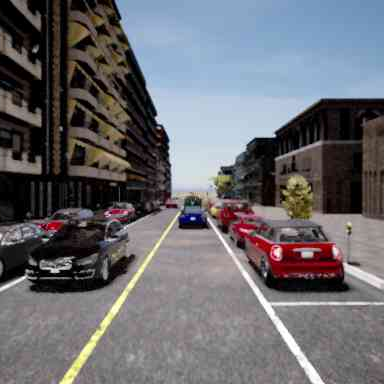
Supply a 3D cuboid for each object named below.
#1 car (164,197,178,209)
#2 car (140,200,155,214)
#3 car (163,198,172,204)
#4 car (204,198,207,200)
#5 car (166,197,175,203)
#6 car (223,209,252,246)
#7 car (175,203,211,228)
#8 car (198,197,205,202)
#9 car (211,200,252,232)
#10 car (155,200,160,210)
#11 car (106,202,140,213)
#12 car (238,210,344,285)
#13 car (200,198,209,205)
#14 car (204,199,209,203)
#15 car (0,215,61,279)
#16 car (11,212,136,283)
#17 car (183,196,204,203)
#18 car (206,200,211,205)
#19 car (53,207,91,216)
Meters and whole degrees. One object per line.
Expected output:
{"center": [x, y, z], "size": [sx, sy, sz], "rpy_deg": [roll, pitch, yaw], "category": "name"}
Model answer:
{"center": [-3.095, 1.922, 51.318], "size": [1.895, 1.301, 4.718], "rpy_deg": [0, 0, 0], "category": "car"}
{"center": [-5.721, 1.804, 38.117], "size": [1.947, 1.339, 4.313], "rpy_deg": [-1, 0, 0], "category": "car"}
{"center": [-5.745, 2.038, 77.859], "size": [1.887, 1.381, 4.507], "rpy_deg": [-1, 0, 0], "category": "car"}
{"center": [2.656, 1.854, 43.772], "size": [1.802, 1.307, 4.206], "rpy_deg": [-1, 0, 0], "category": "car"}
{"center": [-5.752, 2.134, 89.214], "size": [1.947, 1.339, 4.313], "rpy_deg": [-1, 0, 0], "category": "car"}
{"center": [2.673, 1.677, 15.385], "size": [1.802, 1.307, 4.206], "rpy_deg": [-1, 0, 0], "category": "car"}
{"center": [0.063, 1.710, 23.609], "size": [1.994, 1.385, 4.181], "rpy_deg": [0, 0, 0], "category": "car"}
{"center": [2.626, 2.185, 94.867], "size": [1.802, 1.307, 4.206], "rpy_deg": [-1, 0, 0], "category": "car"}
{"center": [2.666, 1.445, 21.064], "size": [2.192, 1.841, 5.009], "rpy_deg": [-1, 0, 0], "category": "car"}
{"center": [-5.725, 1.819, 43.795], "size": [1.887, 1.381, 4.507], "rpy_deg": [-1, 0, 0], "category": "car"}
{"center": [-5.722, 1.607, 26.763], "size": [1.967, 1.590, 4.097], "rpy_deg": [-1, 0, 0], "category": "car"}
{"center": [2.696, 1.500, 9.710], "size": [1.967, 1.590, 4.097], "rpy_deg": [-1, 0, 0], "category": "car"}
{"center": [2.639, 1.999, 72.158], "size": [1.887, 1.381, 4.507], "rpy_deg": [-1, 0, 0], "category": "car"}
{"center": [2.660, 1.818, 38.094], "size": [1.802, 1.307, 4.206], "rpy_deg": [-1, 0, 0], "category": "car"}
{"center": [-5.725, 1.612, 9.731], "size": [2.008, 1.369, 4.403], "rpy_deg": [-1, 0, 0], "category": "car"}
{"center": [-3.095, 1.569, 9.956], "size": [1.837, 1.490, 4.892], "rpy_deg": [0, -1, 0], "category": "car"}
{"center": [0.070, 1.495, 43.831], "size": [2.150, 2.045, 5.566], "rpy_deg": [0, 0, 0], "category": "car"}
{"center": [2.662, 1.727, 32.587], "size": [1.752, 1.417, 4.829], "rpy_deg": [-1, 0, 0], "category": "car"}
{"center": [-5.694, 1.537, 15.409], "size": [1.967, 1.590, 4.097], "rpy_deg": [-1, 0, 0], "category": "car"}
